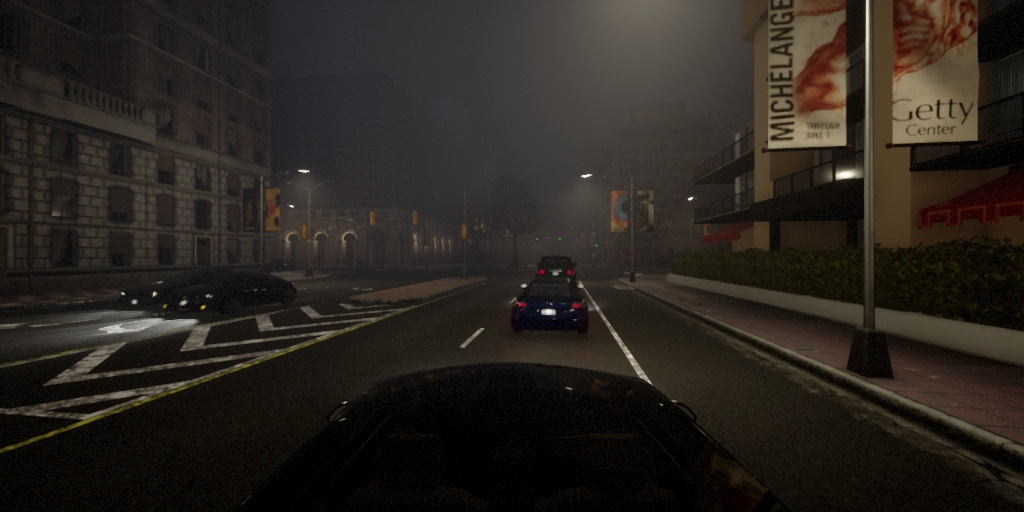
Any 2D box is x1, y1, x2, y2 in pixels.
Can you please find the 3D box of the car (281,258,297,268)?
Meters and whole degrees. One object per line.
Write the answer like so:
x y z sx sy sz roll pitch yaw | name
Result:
-31.321 1.089 48.005 4.553 1.767 2.097 0 0 8 | car

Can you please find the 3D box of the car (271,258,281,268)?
-31.989 1.243 44.559 4.892 1.490 1.837 0 0 8 | car

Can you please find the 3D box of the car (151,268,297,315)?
-10.238 1.311 13.446 1.994 1.385 4.181 0 0 8 | car

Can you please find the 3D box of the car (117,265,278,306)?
-13.444 1.293 15.753 2.033 1.411 5.357 0 0 8 | car

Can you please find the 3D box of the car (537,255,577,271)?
2.612 0.968 20.987 2.150 2.045 5.566 0 0 8 | car

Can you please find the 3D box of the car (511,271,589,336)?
1.167 1.311 10.552 1.994 1.385 4.181 0 0 8 | car
